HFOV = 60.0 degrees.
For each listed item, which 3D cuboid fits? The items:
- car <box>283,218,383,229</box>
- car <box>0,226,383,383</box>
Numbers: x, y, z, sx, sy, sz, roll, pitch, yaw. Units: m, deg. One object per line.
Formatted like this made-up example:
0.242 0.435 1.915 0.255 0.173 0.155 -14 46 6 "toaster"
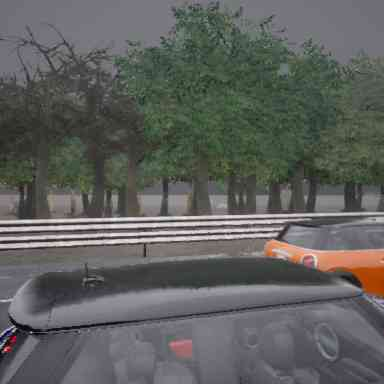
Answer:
3.801 1.350 7.217 4.553 1.767 2.097 0 0 -17 "car"
0.659 1.352 2.625 4.553 1.767 2.097 0 0 -17 "car"
